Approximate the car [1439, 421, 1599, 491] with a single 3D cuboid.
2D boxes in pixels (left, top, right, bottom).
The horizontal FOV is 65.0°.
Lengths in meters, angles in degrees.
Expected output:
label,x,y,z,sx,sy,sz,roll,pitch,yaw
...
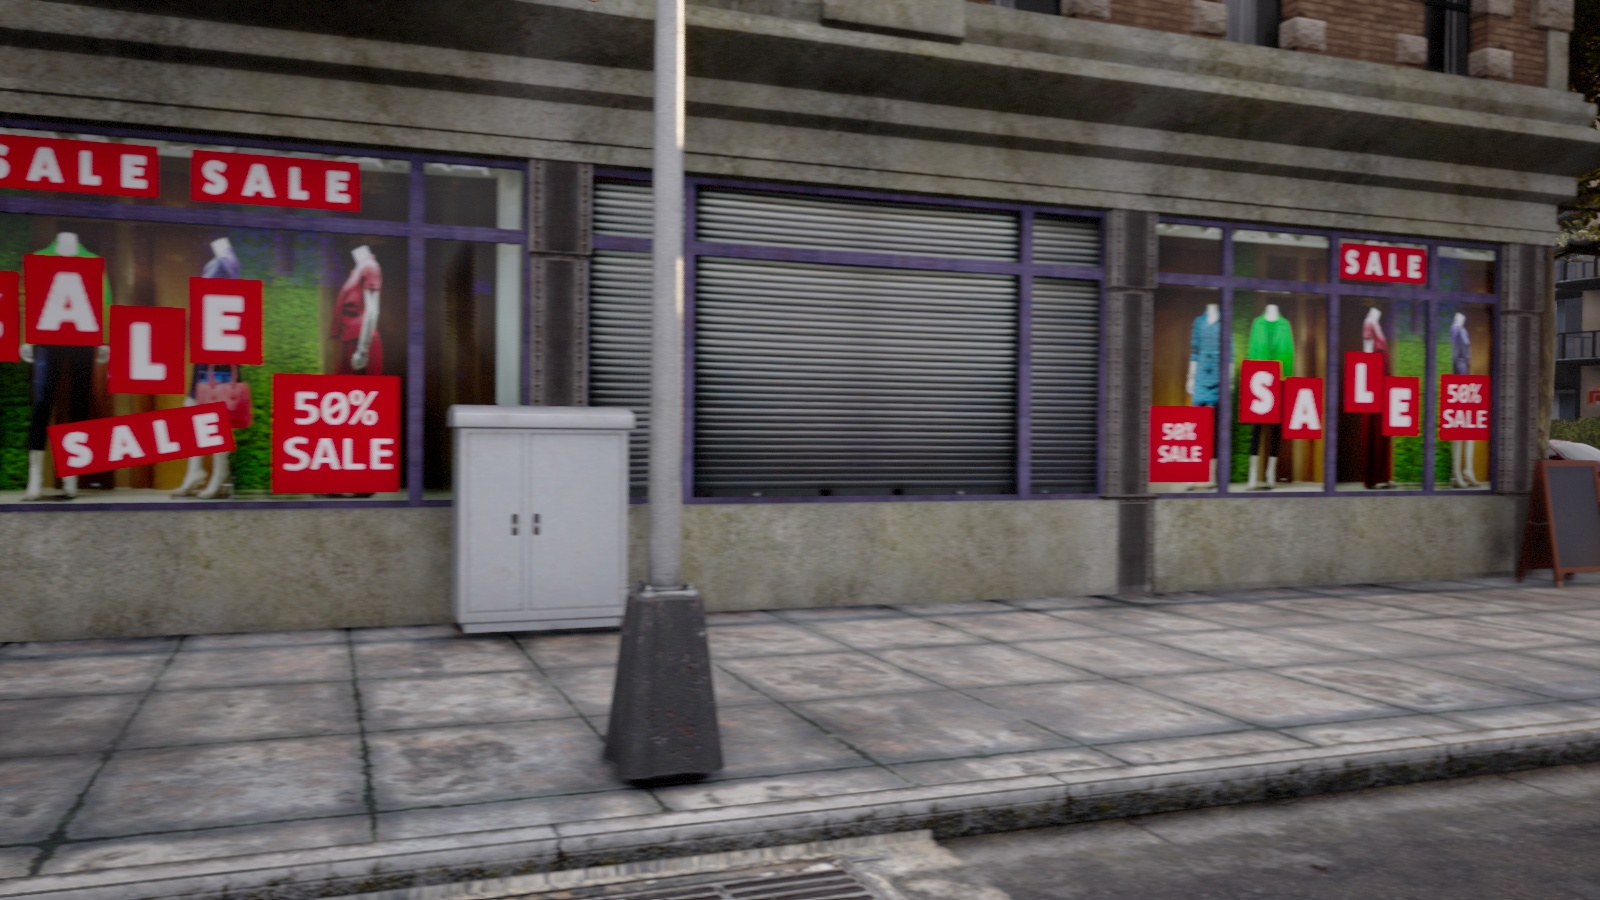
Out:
label,x,y,z,sx,sy,sz,roll,pitch,yaw
car,17.852,0.102,29.567,1.882,1.535,5.008,-1,1,-21
